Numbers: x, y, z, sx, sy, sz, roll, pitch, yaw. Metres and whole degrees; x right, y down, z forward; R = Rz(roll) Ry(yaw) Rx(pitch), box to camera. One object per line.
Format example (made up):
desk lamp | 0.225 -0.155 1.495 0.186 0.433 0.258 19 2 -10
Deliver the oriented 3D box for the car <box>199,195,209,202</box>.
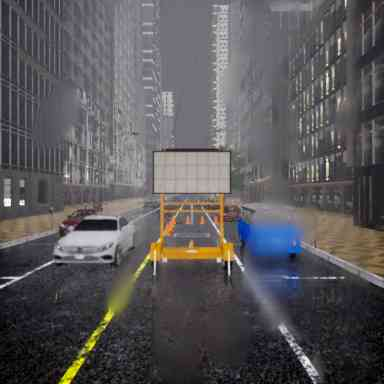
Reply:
car | 2.678 1.387 74.898 1.967 1.590 4.097 0 0 0

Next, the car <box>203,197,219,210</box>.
car | 2.683 1.573 40.744 1.802 1.307 4.206 0 0 0

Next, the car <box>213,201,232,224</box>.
car | 2.686 1.577 23.666 1.802 1.307 4.206 0 0 0

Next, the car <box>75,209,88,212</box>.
car | -5.694 1.578 17.975 1.802 1.307 4.206 0 0 0

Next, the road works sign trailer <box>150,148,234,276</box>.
road works sign trailer | -0.002 0.462 10.300 2.380 3.560 2.880 0 0 0

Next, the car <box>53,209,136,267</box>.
car | -3.102 1.523 11.510 1.812 1.442 4.674 0 0 0

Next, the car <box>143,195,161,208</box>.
car | -5.698 1.539 46.438 2.008 1.369 4.403 0 0 0

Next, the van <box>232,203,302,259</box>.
van | 2.688 1.339 12.282 1.690 1.788 3.998 0 0 0

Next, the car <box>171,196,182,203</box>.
car | -3.011 1.444 64.113 1.882 1.535 5.008 0 0 0

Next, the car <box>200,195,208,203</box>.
car | 2.682 1.534 52.129 2.008 1.369 4.403 0 0 0
